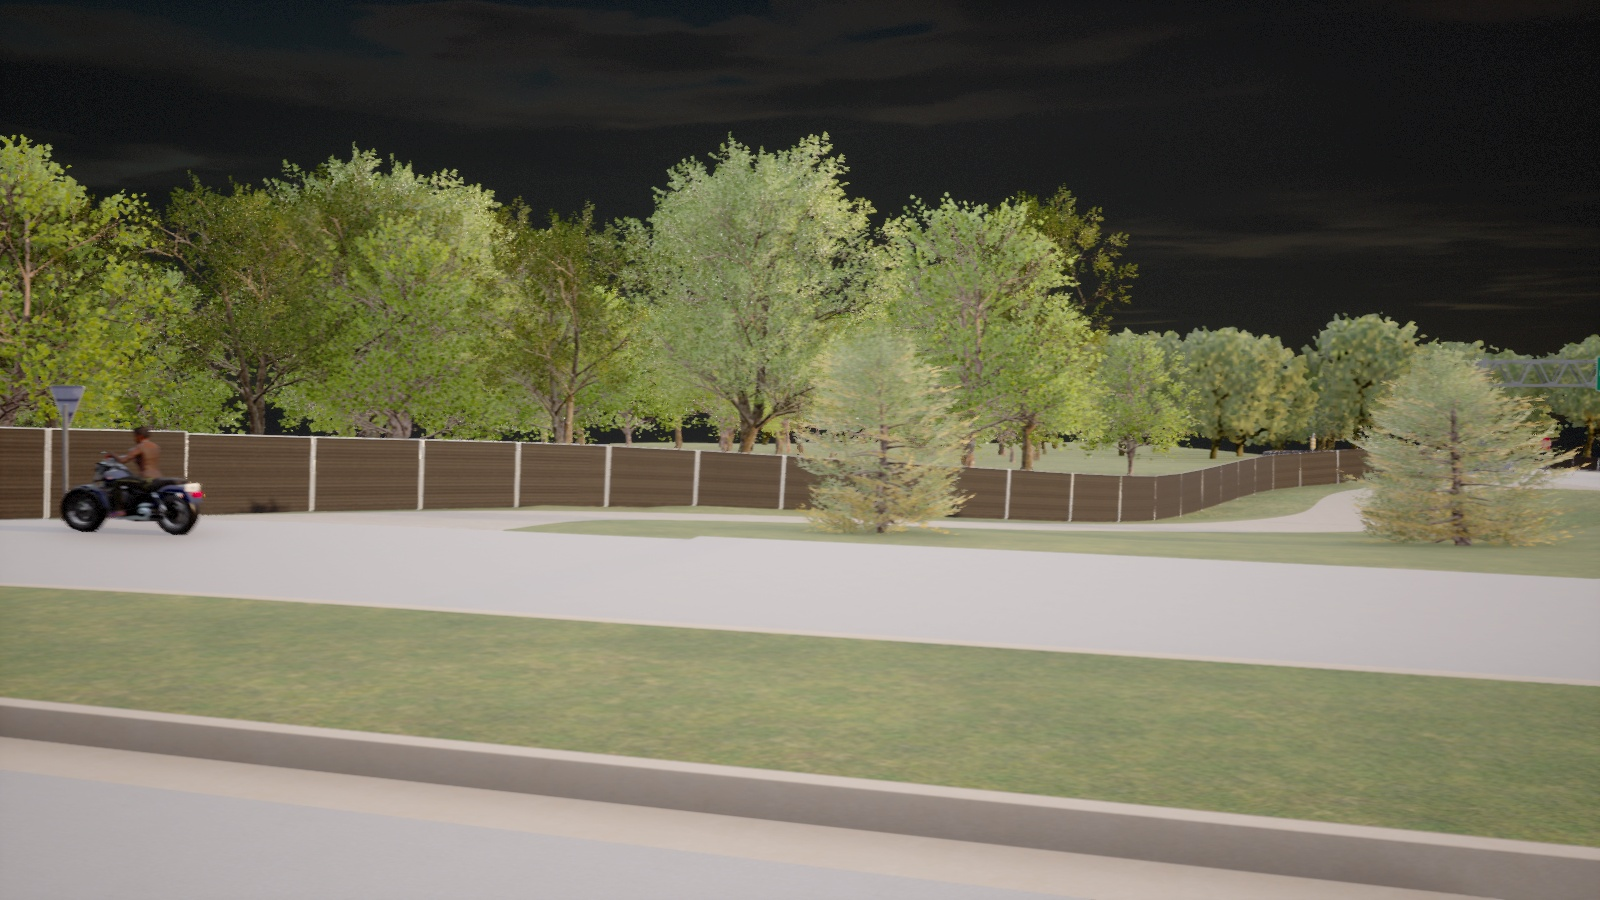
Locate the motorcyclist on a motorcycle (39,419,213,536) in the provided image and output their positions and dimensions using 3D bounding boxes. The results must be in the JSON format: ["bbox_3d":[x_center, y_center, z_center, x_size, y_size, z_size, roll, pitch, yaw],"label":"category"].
[{"bbox_3d":[-10.057,0.379,18.756,2.350,1.649,0.766,1,2,14],"label":"motorcyclist on a motorcycle"}]
